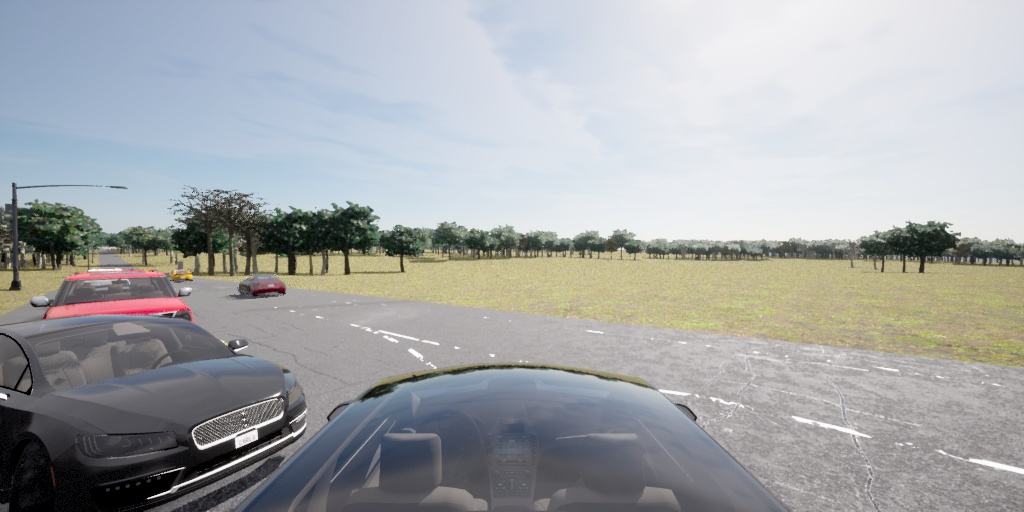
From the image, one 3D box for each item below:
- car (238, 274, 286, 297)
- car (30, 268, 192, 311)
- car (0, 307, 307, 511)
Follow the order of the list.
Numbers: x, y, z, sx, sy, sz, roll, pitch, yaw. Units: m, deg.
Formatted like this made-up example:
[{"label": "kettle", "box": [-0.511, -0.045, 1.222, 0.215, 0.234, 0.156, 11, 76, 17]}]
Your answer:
[{"label": "car", "box": [-17.161, 1.958, 24.574, 4.181, 1.385, 1.994, -2, 0, 41]}, {"label": "car", "box": [-9.463, 1.384, 8.636, 5.566, 2.045, 2.150, -2, 0, 41]}, {"label": "car", "box": [-4.557, 1.445, 3.985, 4.892, 1.490, 1.837, -3, -3, 21]}]
